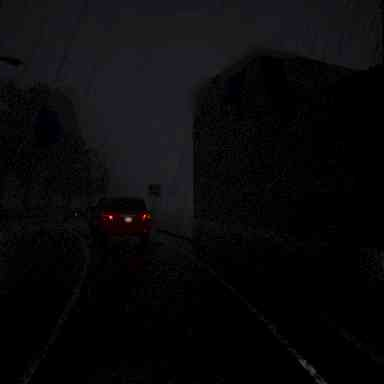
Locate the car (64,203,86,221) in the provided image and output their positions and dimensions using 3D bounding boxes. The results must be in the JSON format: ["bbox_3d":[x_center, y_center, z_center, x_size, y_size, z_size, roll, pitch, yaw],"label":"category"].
[{"bbox_3d":[-10.419,1.745,29.857,1.882,1.535,5.008,0,-1,-20],"label":"car"}]

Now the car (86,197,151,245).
[{"bbox_3d":[-3.594,1.246,16.005,2.150,2.045,5.566,0,-1,-22],"label":"car"}]
